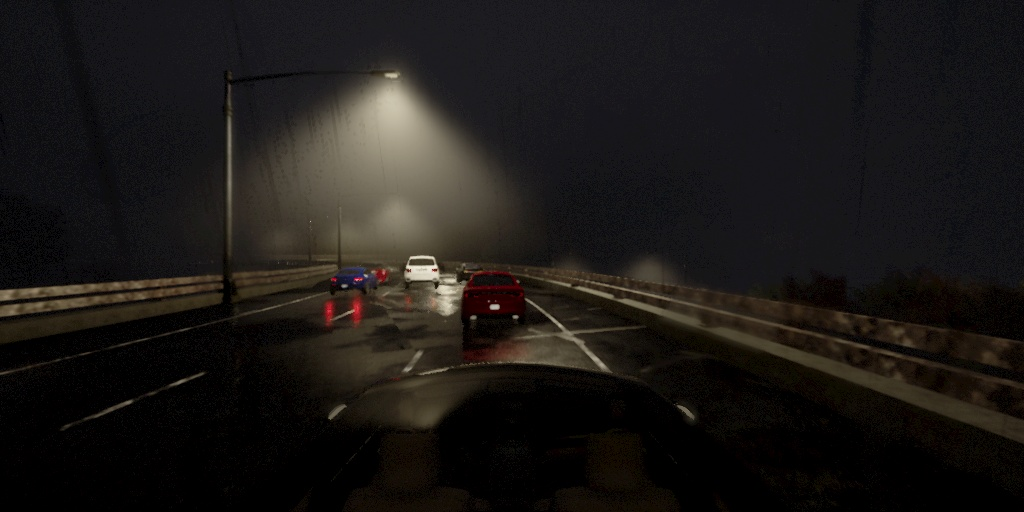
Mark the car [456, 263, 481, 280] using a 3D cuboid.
[{"bbox_3d":[-3.189,1.311,27.380,2.128,1.511,4.902,0,0,-13],"label":"car"}]

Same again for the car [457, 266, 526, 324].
[{"bbox_3d":[-0.704,1.253,12.176,1.882,1.535,5.008,0,0,-6],"label":"car"}]

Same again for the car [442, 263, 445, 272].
[{"bbox_3d":[-10.527,1.371,48.605,1.882,1.535,5.008,0,0,-25],"label":"car"}]

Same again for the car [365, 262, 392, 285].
[{"bbox_3d":[-10.158,1.196,26.674,2.097,1.767,4.553,0,0,-15],"label":"car"}]

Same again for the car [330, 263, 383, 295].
[{"bbox_3d":[-8.886,1.352,20.464,1.812,1.442,4.674,0,0,-10],"label":"car"}]

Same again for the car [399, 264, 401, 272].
[{"bbox_3d":[-13.525,1.406,46.791,1.837,1.490,4.892,0,0,-25],"label":"car"}]

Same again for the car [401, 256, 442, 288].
[{"bbox_3d":[-6.122,1.048,24.715,2.150,2.045,5.566,0,0,-12],"label":"car"}]
